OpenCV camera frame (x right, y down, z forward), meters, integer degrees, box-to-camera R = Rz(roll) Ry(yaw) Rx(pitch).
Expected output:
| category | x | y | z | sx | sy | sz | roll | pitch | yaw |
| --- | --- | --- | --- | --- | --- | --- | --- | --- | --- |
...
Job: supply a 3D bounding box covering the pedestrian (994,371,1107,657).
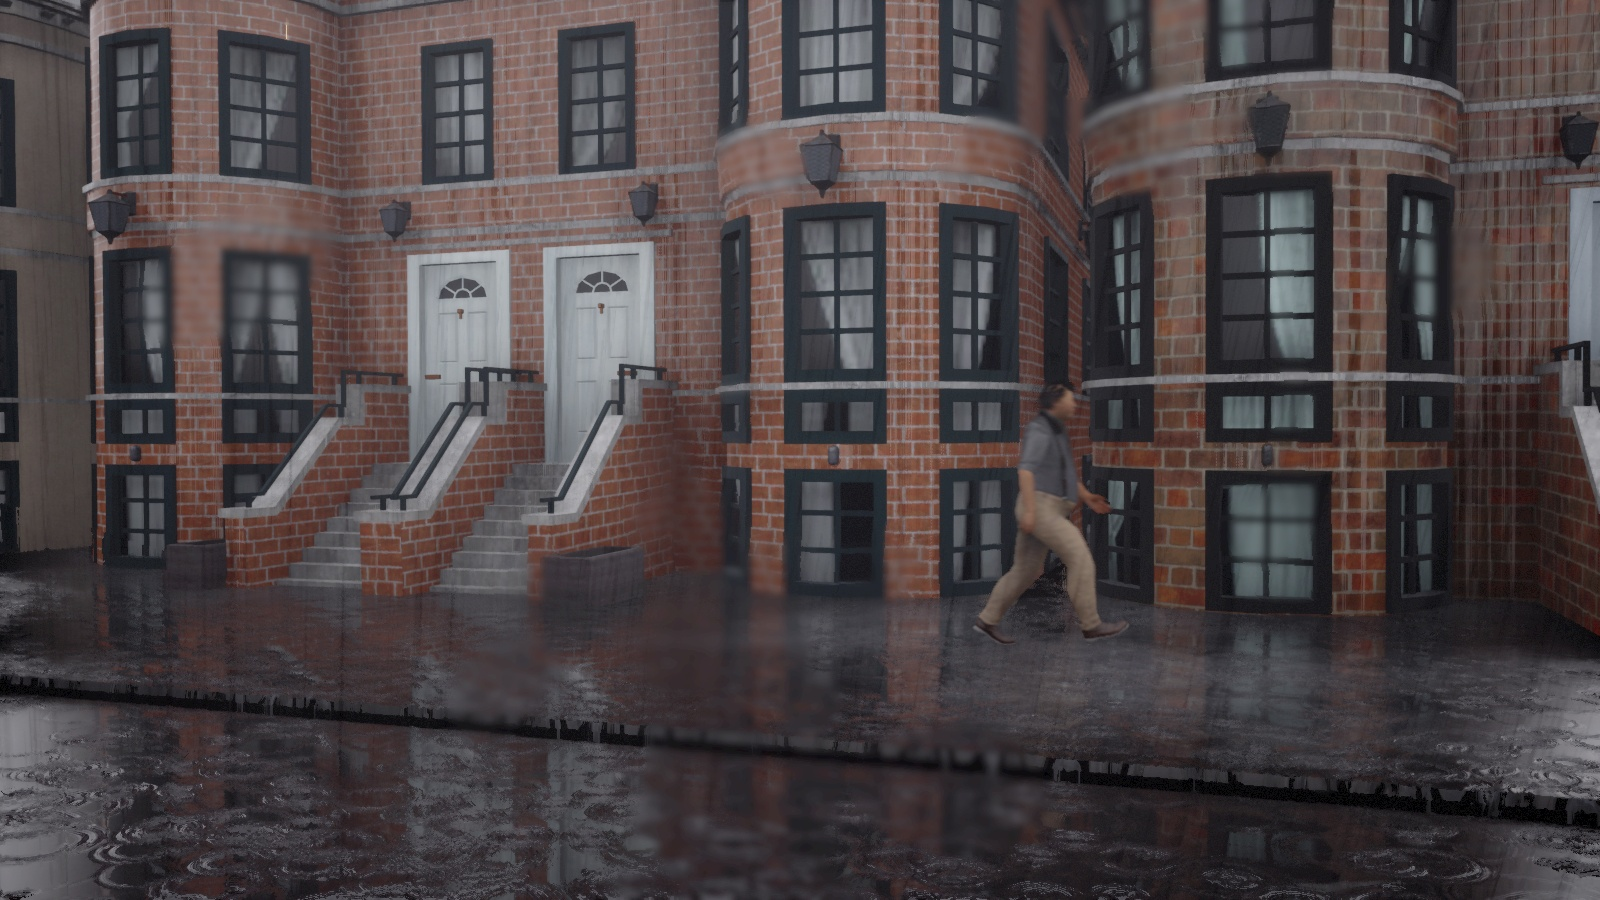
| category | x | y | z | sx | sy | sz | roll | pitch | yaw |
| --- | --- | --- | --- | --- | --- | --- | --- | --- | --- |
| pedestrian | 1.692 | 0.407 | 8.444 | 0.694 | 1.848 | 0.540 | 0 | 1 | 15 |
